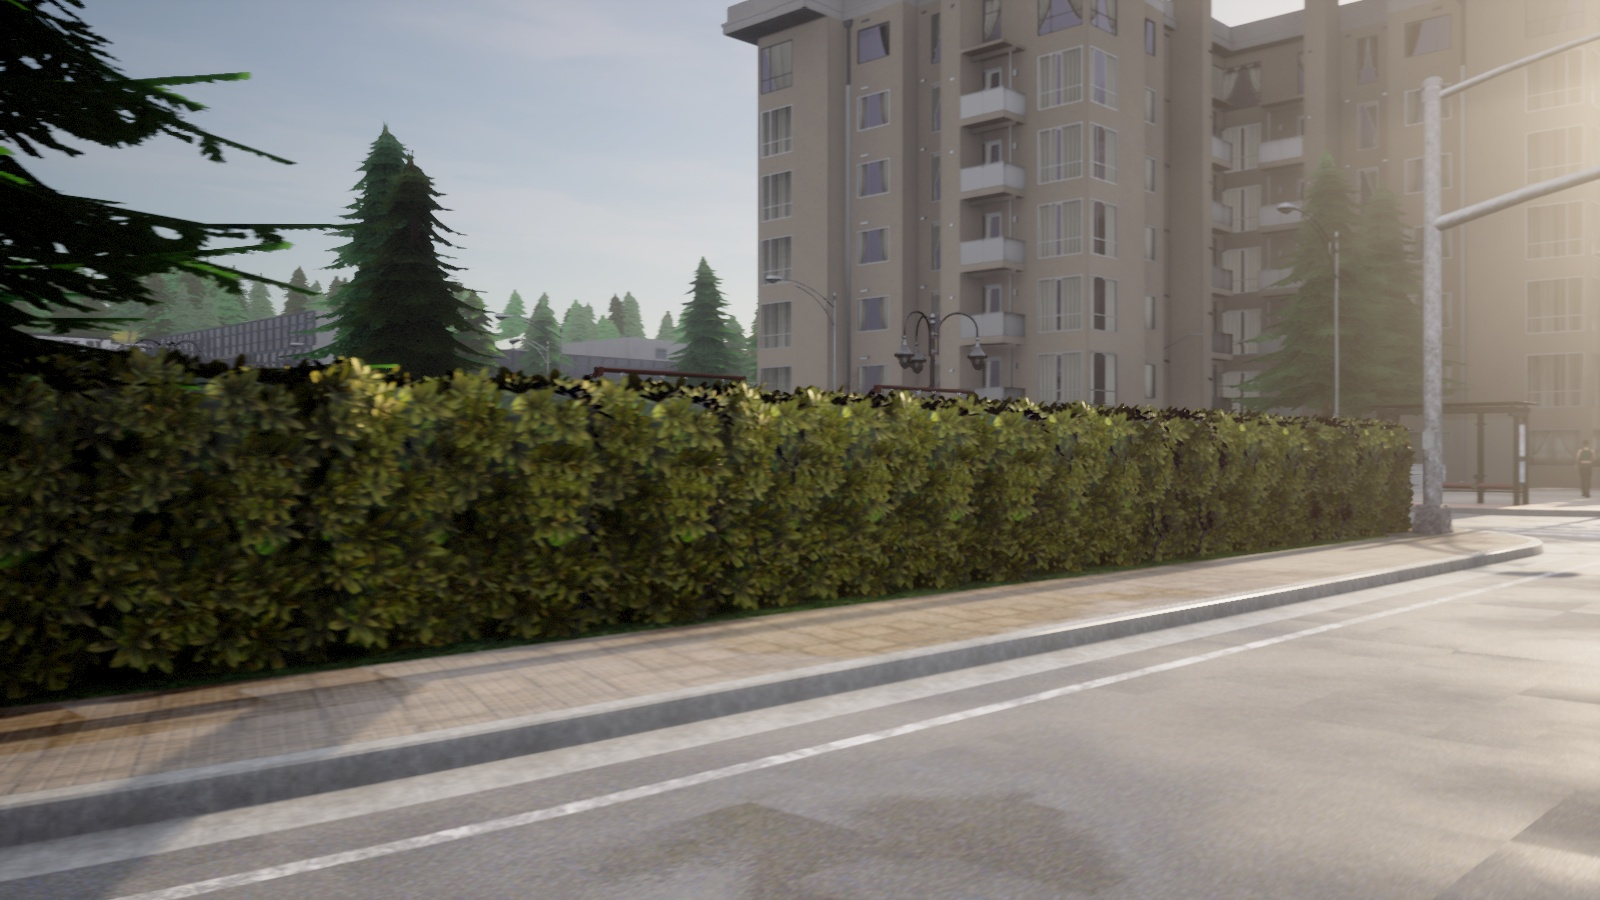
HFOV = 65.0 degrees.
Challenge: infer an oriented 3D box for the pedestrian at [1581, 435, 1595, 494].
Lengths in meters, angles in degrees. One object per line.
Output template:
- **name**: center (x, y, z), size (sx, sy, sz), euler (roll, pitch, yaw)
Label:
- **pedestrian**: center (24.730, 0.462, 39.416), size (0.345, 1.836, 0.594), euler (0, 0, 35)
